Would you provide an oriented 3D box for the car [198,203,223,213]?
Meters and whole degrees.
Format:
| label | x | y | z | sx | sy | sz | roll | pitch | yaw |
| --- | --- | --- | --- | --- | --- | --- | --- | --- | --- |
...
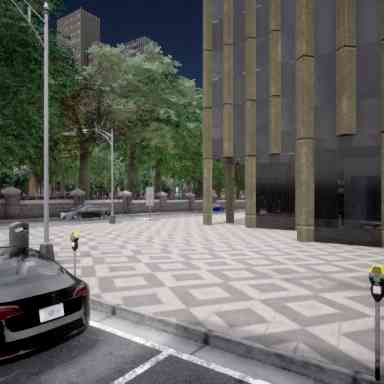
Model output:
| label | x | y | z | sx | sy | sz | roll | pitch | yaw |
| --- | --- | --- | --- | --- | --- | --- | --- | --- | --- |
| car | 2.790 | 2.382 | 49.562 | 1.882 | 1.535 | 5.008 | 0 | -2 | 35 |

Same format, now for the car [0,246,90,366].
| label | x | y | z | sx | sy | sz | roll | pitch | yaw |
| --- | --- | --- | --- | --- | --- | --- | --- | --- | --- |
| car | -3.471 | 1.566 | 5.423 | 4.313 | 1.339 | 1.947 | 0 | 0 | 35 |

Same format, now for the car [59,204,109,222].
| label | x | y | z | sx | sy | sz | roll | pitch | yaw |
| --- | --- | --- | --- | --- | --- | --- | --- | --- | --- |
| car | -10.042 | 1.928 | 31.326 | 2.128 | 1.511 | 4.902 | 0 | -1 | 35 |
